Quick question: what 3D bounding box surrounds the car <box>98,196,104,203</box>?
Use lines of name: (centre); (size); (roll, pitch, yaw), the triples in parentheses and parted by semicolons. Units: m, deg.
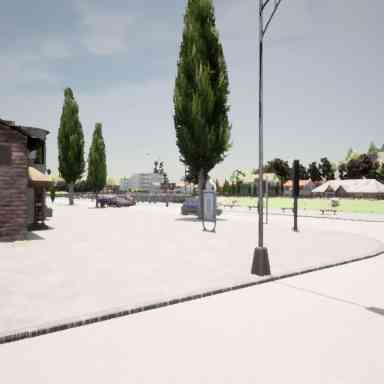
car: (-16.894, 1.477, 64.074); (1.882, 1.535, 5.008); (0, 0, -36)

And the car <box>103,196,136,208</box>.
car: (-10.530, 1.547, 48.067); (2.033, 1.411, 5.357); (0, 0, -35)

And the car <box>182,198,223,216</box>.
car: (0.945, 1.350, 32.035); (2.097, 1.767, 4.553); (0, 0, -36)

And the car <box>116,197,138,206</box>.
car: (-10.939, 1.525, 55.782); (1.812, 1.442, 4.674); (0, 0, -36)
